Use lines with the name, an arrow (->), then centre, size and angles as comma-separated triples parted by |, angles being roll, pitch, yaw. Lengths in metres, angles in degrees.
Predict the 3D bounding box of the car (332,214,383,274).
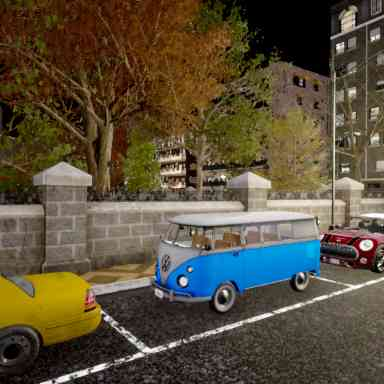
car -> 5.678, 1.442, 10.584 | 4.097, 1.590, 1.967 | 0, 1, -35

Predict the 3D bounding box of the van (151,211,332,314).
van -> 1.106, 1.342, 7.328 | 3.998, 1.788, 1.690 | 0, 1, -35

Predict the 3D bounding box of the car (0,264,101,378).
car -> -3.608, 1.525, 3.976 | 4.829, 1.417, 1.752 | 0, 1, -35
